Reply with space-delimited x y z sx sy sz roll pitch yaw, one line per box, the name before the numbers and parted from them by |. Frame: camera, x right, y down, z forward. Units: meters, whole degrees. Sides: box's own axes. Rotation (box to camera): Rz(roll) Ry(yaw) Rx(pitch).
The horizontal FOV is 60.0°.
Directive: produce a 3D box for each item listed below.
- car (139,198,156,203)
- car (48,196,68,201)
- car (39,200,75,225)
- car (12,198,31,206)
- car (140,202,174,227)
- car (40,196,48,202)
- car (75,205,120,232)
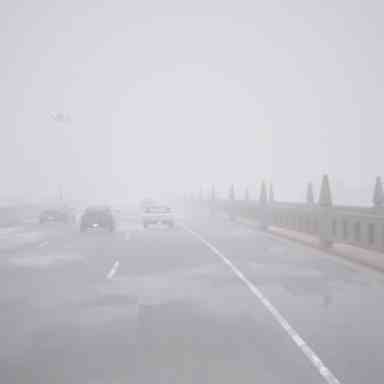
car | -5.498 1.531 41.209 1.837 1.490 4.892 0 0 -10
car | -22.464 1.449 56.742 2.097 1.767 4.553 0 0 -9
car | -9.764 1.568 24.366 1.812 1.442 4.674 0 0 -9
car | -29.773 1.688 58.075 1.994 1.385 4.181 0 0 -9
car | -2.384 1.613 22.688 1.895 1.301 4.718 0 0 -9
car | -26.871 1.614 61.982 1.837 1.490 4.892 0 0 -10
car | -5.557 1.530 20.247 1.837 1.490 4.892 0 0 -9
